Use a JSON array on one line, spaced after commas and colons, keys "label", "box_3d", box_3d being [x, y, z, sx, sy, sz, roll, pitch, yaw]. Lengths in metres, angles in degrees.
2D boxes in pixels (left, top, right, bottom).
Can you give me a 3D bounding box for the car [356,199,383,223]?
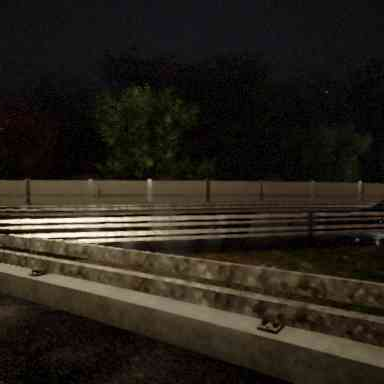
[{"label": "car", "box_3d": [12.851, 1.203, 20.257, 5.566, 2.045, 2.150, -1, 0, -14]}]
